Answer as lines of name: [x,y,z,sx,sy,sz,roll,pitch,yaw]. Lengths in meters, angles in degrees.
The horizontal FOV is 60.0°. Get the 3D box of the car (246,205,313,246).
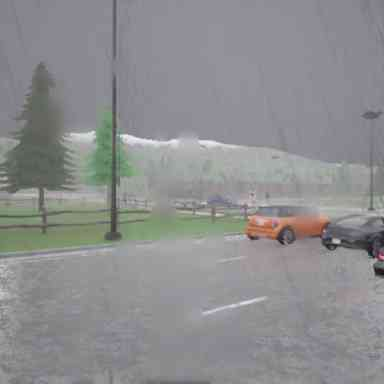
car: [4.764,1.399,15.773,4.553,1.767,2.097,0,0,-35]

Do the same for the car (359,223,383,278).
car: [6.822,1.584,8.657,5.357,1.411,2.033,0,0,-35]

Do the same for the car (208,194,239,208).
car: [4.707,1.339,50.863,2.150,2.045,5.566,0,0,-35]

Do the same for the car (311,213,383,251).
car: [6.970,1.573,13.044,4.674,1.442,1.812,0,0,-35]
